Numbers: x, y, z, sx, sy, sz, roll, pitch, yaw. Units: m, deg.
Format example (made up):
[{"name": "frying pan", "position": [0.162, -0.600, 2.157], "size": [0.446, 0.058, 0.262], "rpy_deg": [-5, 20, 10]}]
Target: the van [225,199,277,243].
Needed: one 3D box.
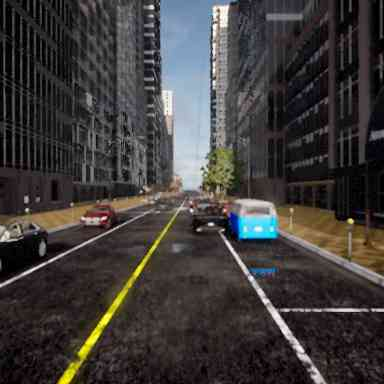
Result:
[{"name": "van", "position": [2.693, 1.259, 15.304], "size": [1.690, 1.788, 3.998], "rpy_deg": [0, 0, 0]}]

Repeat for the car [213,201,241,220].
[{"name": "car", "position": [2.696, 1.439, 26.689], "size": [1.802, 1.307, 4.206], "rpy_deg": [0, 0, 0]}]

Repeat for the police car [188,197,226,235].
[{"name": "police car", "position": [0.904, 1.327, 18.434], "size": [1.930, 1.638, 5.238], "rpy_deg": [0, 0, 0]}]

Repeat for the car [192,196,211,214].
[{"name": "car", "position": [0.907, 1.271, 34.514], "size": [1.801, 1.575, 5.366], "rpy_deg": [0, 0, 0]}]

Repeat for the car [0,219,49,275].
[{"name": "car", "position": [-5.689, 1.500, 9.617], "size": [2.008, 1.369, 4.403], "rpy_deg": [0, 0, 0]}]

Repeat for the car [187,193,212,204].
[{"name": "car", "position": [0.856, 1.200, 28.285], "size": [2.097, 1.767, 4.553], "rpy_deg": [0, 0, -1]}]

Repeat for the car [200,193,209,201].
[{"name": "car", "position": [2.706, 1.025, 72.228], "size": [1.967, 1.590, 4.097], "rpy_deg": [0, 0, 0]}]

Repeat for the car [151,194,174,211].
[{"name": "car", "position": [-3.086, 1.307, 37.268], "size": [1.837, 1.490, 4.892], "rpy_deg": [0, 0, 0]}]

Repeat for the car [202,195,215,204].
[{"name": "car", "position": [2.702, 1.250, 55.151], "size": [2.008, 1.369, 4.403], "rpy_deg": [0, 0, 0]}]

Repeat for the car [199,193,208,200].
[{"name": "car", "position": [2.707, 0.986, 77.920], "size": [1.967, 1.590, 4.097], "rpy_deg": [0, 0, 0]}]

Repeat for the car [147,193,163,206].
[{"name": "car", "position": [-5.680, 1.285, 49.464], "size": [2.008, 1.369, 4.403], "rpy_deg": [0, 0, 0]}]

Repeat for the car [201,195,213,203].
[{"name": "car", "position": [2.703, 1.214, 60.843], "size": [2.008, 1.369, 4.403], "rpy_deg": [0, 0, 0]}]

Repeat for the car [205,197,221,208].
[{"name": "car", "position": [2.699, 1.347, 43.767], "size": [1.802, 1.307, 4.206], "rpy_deg": [0, 0, 0]}]

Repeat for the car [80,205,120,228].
[{"name": "car", "position": [-5.686, 1.470, 21.002], "size": [1.802, 1.307, 4.206], "rpy_deg": [0, 0, 0]}]
